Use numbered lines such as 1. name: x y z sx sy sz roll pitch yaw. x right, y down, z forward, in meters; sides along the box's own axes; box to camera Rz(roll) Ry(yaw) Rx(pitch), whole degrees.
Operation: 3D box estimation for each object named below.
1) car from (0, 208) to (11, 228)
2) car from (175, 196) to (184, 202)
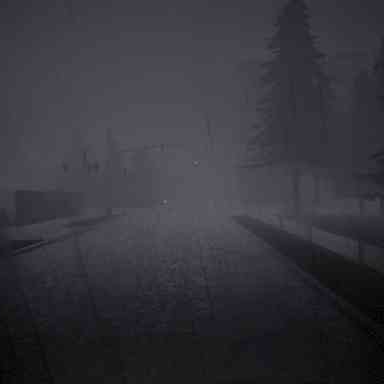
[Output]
1. car: -12.680 1.171 18.434 4.605 1.855 1.932 0 0 0
2. car: -2.864 1.619 77.496 1.895 1.301 4.718 0 0 1
